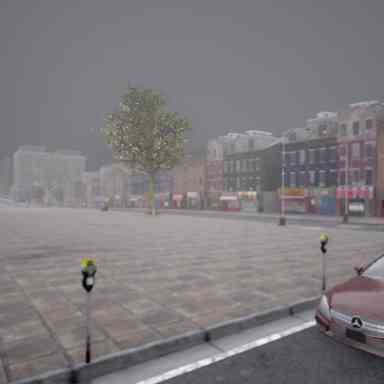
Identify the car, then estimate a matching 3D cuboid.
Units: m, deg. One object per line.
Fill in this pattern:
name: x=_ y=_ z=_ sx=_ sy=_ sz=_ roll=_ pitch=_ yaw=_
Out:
car: x=3.839 y=1.659 z=5.553 sx=4.206 sy=1.307 sz=1.802 roll=1 pitch=-1 yaw=-36
